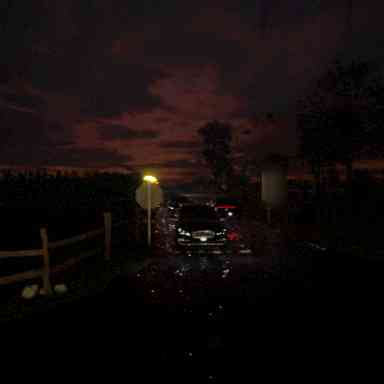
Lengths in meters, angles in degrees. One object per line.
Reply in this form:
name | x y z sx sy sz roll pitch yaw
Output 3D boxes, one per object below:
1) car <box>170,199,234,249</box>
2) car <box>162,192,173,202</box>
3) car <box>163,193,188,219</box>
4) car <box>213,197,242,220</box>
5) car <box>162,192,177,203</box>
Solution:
car | 0.188 1.255 13.315 1.837 1.490 4.892 0 1 -5
car | -2.110 0.834 35.894 1.882 1.535 5.008 0 1 -6
car | -0.998 1.043 25.403 1.837 1.490 4.892 0 1 -6
car | 2.159 1.091 23.469 1.837 1.490 4.892 0 1 -6
car | -3.179 0.710 46.160 1.812 1.442 4.674 0 1 -6
